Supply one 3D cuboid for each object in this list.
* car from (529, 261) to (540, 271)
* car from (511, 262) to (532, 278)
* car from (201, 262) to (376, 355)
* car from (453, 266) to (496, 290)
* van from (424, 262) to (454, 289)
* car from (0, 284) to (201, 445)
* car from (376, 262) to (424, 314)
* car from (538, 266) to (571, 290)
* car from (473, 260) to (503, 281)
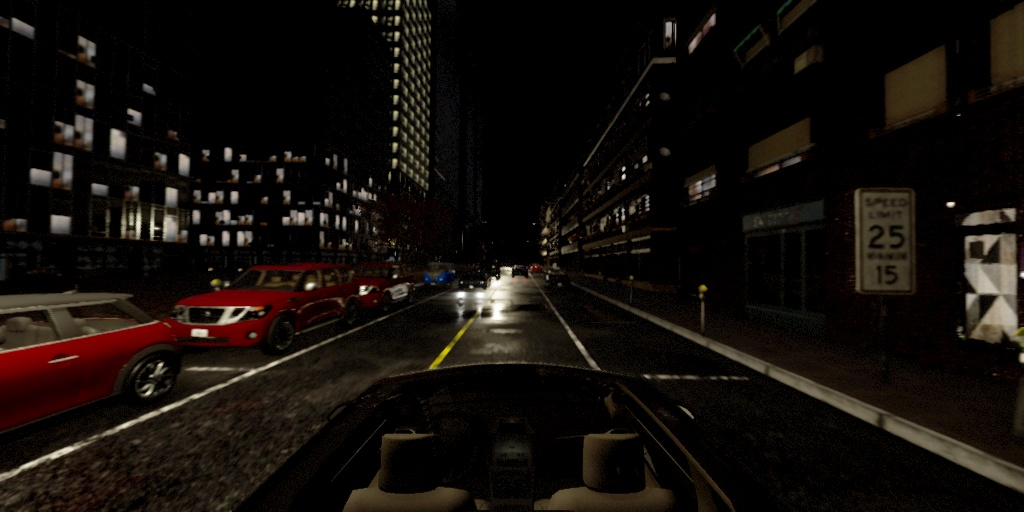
[{"bbox_3d":[3.926,1.961,59.615,1.967,1.591,4.097,0,0,1],"label":"car"},{"bbox_3d":[0.926,1.763,41.498,2.128,1.511,4.902,1,-1,1],"label":"car"},{"bbox_3d":[-5.595,1.103,8.978,2.192,1.841,5.009,0,0,1],"label":"car"},{"bbox_3d":[-2.527,1.626,25.494,2.033,1.411,5.357,1,-1,1],"label":"car"},{"bbox_3d":[-5.214,1.353,25.913,1.690,1.789,3.998,0,0,1],"label":"van"},{"bbox_3d":[-5.721,1.151,3.334,1.967,1.591,4.097,0,0,1],"label":"car"},{"bbox_3d":[-5.468,1.179,14.624,2.192,1.841,5.009,0,0,1],"label":"car"},{"bbox_3d":[3.164,1.649,25.743,2.007,1.370,4.403,0,0,1],"label":"car"},{"bbox_3d":[-2.272,1.400,36.665,2.150,2.045,5.566,1,-1,1],"label":"car"}]
